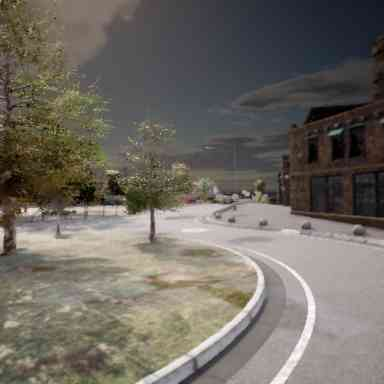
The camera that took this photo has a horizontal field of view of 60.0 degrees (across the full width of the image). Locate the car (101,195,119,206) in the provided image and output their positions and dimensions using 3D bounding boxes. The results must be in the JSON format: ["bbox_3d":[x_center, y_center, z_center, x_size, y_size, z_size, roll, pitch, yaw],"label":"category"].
[{"bbox_3d":[-15.397,1.679,66.351,5.566,2.045,2.435,-1,-1,13],"label":"car"}]

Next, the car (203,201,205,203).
[{"bbox_3d":[0.346,2.136,79.054,5.366,1.575,1.946,-1,-2,13],"label":"car"}]

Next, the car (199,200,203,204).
[{"bbox_3d":[-0.536,1.928,76.269,4.553,1.767,2.185,-1,-2,13],"label":"car"}]

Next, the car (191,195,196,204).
[{"bbox_3d":[-2.648,1.582,67.290,5.566,2.045,2.435,-1,-1,13],"label":"car"}]

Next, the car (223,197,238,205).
[{"bbox_3d":[7.673,1.858,69.475,2.128,1.511,4.902,-1,-2,14],"label":"car"}]

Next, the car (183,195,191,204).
[{"bbox_3d":[-3.280,1.783,64.437,5.008,1.535,2.097,-1,-1,13],"label":"car"}]

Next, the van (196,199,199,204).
[{"bbox_3d":[-1.317,1.750,73.336,4.442,1.987,1.878,-1,-2,13],"label":"van"}]
